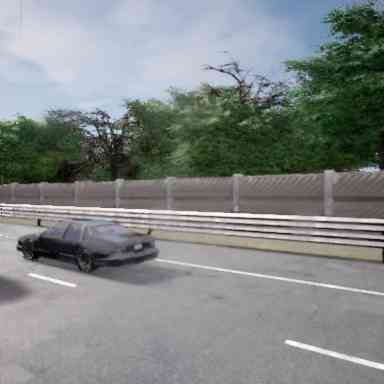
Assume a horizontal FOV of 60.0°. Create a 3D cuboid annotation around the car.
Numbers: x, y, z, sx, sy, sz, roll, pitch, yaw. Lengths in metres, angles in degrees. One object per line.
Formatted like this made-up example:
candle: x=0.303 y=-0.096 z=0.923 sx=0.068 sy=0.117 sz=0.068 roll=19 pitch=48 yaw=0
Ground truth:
car: x=-3.531 y=1.576 z=10.734 sx=5.357 sy=1.411 sz=2.033 roll=0 pitch=0 yaw=36
